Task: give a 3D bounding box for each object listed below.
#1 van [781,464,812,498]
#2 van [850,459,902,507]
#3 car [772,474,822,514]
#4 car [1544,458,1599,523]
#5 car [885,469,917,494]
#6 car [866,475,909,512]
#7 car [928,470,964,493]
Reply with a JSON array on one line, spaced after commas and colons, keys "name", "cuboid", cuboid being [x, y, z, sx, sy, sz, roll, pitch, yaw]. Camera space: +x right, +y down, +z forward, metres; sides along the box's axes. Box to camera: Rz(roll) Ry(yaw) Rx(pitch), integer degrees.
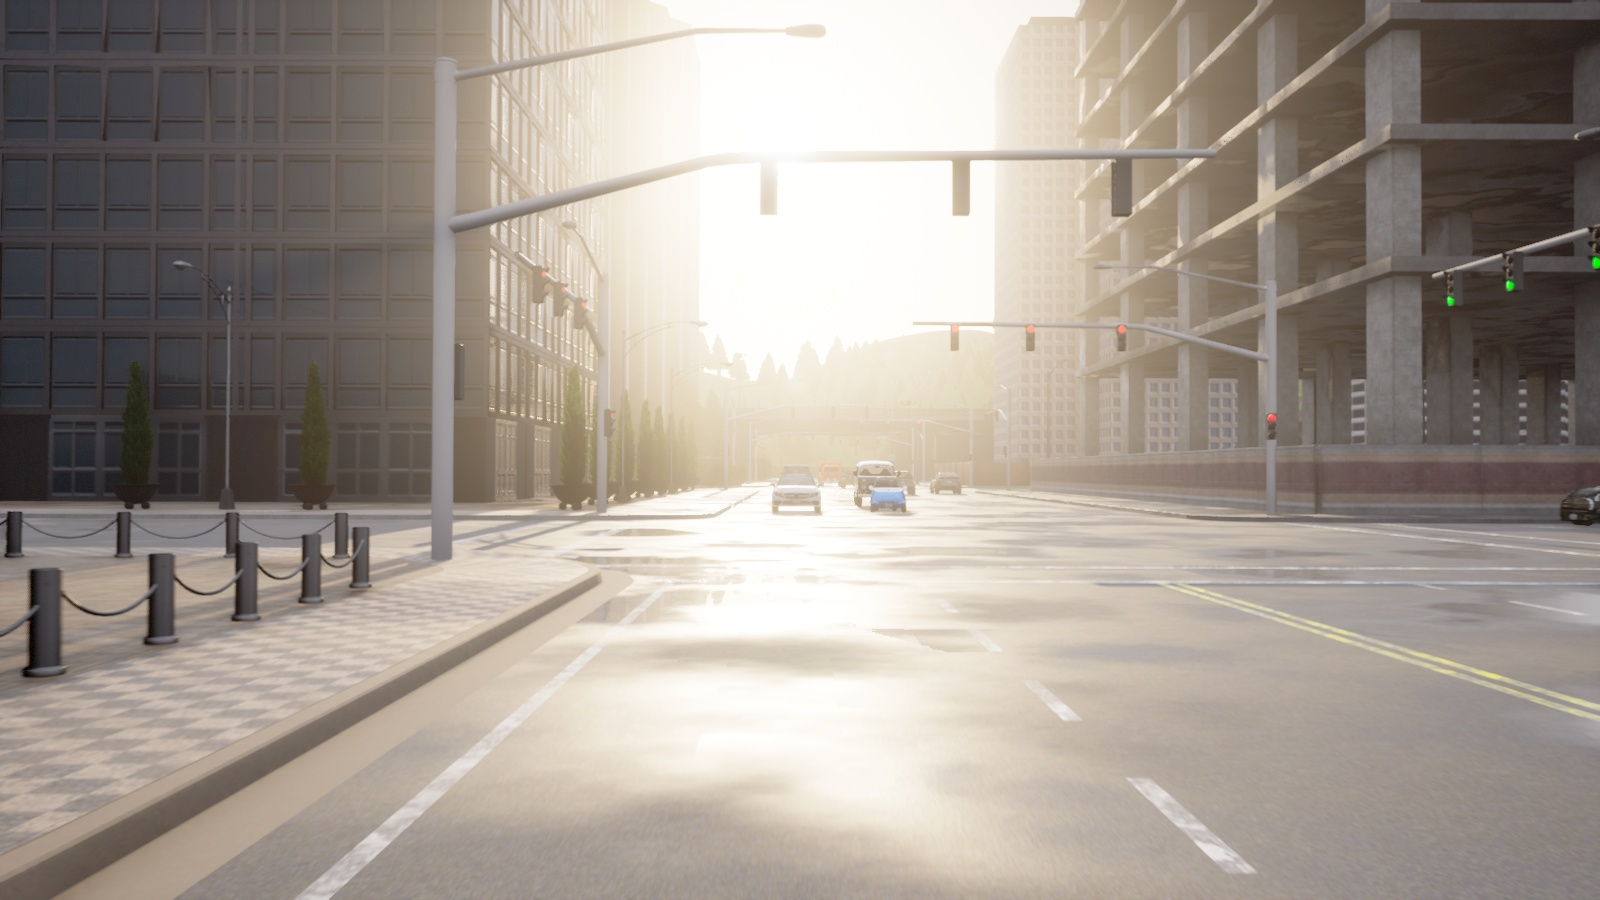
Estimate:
[{"name": "van", "cuboid": [-0.189, 1.825, 75.067, 1.775, 1.987, 4.442, 0, -1, 0]}, {"name": "van", "cuboid": [3.357, 1.468, 56.360, 2.069, 2.038, 4.480, 0, -1, 0]}, {"name": "car", "cuboid": [-0.122, 1.654, 48.558, 1.812, 1.442, 4.674, 0, -1, 0]}, {"name": "car", "cuboid": [23.915, 1.116, 35.444, 4.553, 1.767, 2.097, 0, -1, 0]}, {"name": "car", "cuboid": [6.787, 2.104, 84.747, 1.851, 1.617, 3.988, 0, -1, 0]}, {"name": "car", "cuboid": [3.378, 1.672, 48.767, 1.481, 1.376, 2.207, 0, -1, 0]}, {"name": "car", "cuboid": [10.278, 2.203, 88.543, 2.007, 1.525, 4.514, 0, -1, 0]}]
